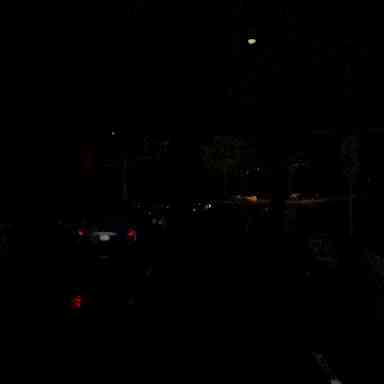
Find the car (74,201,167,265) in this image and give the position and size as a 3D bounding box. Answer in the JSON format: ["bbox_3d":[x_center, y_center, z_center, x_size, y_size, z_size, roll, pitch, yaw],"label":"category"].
[{"bbox_3d":[-2.404,1.385,11.983,2.097,1.767,4.553,0,0,5],"label":"car"}]

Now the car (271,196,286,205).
[{"bbox_3d":[15.201,1.424,58.319,1.837,1.490,4.892,-1,0,27],"label":"car"}]

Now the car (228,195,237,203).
[{"bbox_3d":[9.040,1.491,69.691,2.128,1.511,4.902,-1,0,29],"label":"car"}]

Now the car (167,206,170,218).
[{"bbox_3d":[-3.301,1.582,28.706,1.837,1.490,4.892,0,0,12],"label":"car"}]

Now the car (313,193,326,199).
[{"bbox_3d":[33.160,1.027,86.485,1.994,1.385,4.181,-1,0,40],"label":"car"}]

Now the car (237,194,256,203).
[{"bbox_3d":[11.441,1.298,67.359,2.097,1.767,4.553,-1,0,29],"label":"car"}]

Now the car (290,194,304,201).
[{"bbox_3d":[23.467,1.125,74.427,2.128,1.511,4.902,-1,0,36],"label":"car"}]

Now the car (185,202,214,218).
[{"bbox_3d":[0.812,1.616,31.437,2.033,1.411,5.357,0,0,14],"label":"car"}]

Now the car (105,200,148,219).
[{"bbox_3d":[-6.041,1.585,31.302,2.128,1.511,4.902,0,0,13],"label":"car"}]
